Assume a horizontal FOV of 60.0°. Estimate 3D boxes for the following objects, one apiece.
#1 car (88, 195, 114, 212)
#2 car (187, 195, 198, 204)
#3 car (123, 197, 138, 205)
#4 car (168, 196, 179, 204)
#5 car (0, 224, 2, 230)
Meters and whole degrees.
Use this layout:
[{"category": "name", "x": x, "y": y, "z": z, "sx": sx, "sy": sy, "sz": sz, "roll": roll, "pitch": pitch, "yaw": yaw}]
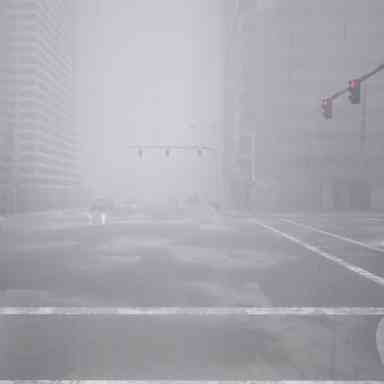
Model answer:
[{"category": "car", "x": -10.617, "y": 1.503, "z": 39.381, "sx": 1.837, "sy": 1.490, "sz": 4.892, "roll": 0, "pitch": 0, "yaw": 0}, {"category": "car", "x": 0.073, "y": 1.353, "z": 63.309, "sx": 2.097, "sy": 1.767, "sz": 4.553, "roll": 0, "pitch": 0, "yaw": 0}, {"category": "car", "x": -10.577, "y": 1.525, "z": 57.654, "sx": 1.812, "sy": 1.442, "sz": 4.674, "roll": 0, "pitch": 0, "yaw": 1}, {"category": "car", "x": -3.529, "y": 1.492, "z": 63.182, "sx": 2.128, "sy": 1.511, "sz": 4.902, "roll": 0, "pitch": 0, "yaw": 0}, {"category": "car", "x": -10.607, "y": 1.548, "z": 14.632, "sx": 2.033, "sy": 1.411, "sz": 5.357, "roll": 0, "pitch": 0, "yaw": 0}]
